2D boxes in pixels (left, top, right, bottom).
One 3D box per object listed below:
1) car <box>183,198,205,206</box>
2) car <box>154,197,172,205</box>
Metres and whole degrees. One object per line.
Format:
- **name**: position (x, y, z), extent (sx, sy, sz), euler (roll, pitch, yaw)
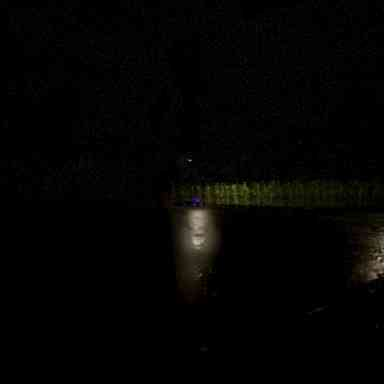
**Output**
- **car**: position (0.333, 1.707, 58.221), extent (1.812, 1.442, 4.674), euler (-1, 0, -36)
- **car**: position (-5.740, 1.727, 66.420), extent (1.837, 1.490, 4.892), euler (-1, 0, -36)
